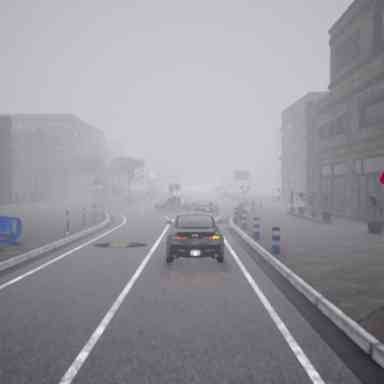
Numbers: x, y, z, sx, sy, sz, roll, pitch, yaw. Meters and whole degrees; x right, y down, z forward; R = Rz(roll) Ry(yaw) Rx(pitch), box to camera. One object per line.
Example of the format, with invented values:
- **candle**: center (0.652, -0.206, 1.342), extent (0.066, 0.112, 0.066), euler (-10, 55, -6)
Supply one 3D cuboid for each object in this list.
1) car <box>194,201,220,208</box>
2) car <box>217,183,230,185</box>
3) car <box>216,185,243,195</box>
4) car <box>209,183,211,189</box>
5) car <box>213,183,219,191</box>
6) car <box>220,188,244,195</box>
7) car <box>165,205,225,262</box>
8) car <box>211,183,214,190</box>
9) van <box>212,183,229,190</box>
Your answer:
- **car**: center (1.176, 1.376, 28.194), extent (1.895, 1.301, 4.718), euler (0, 1, 13)
- **car**: center (8.102, -0.461, 71.495), extent (4.553, 1.767, 2.185), euler (0, 3, -1)
- **car**: center (8.013, -0.081, 65.992), extent (5.366, 1.575, 1.946), euler (0, 3, -1)
- **car**: center (7.914, -1.122, 90.775), extent (5.008, 1.535, 2.097), euler (0, 2, -1)
- **car**: center (8.131, -0.710, 74.242), extent (5.566, 2.045, 2.435), euler (0, 3, -1)
- **car**: center (8.170, -0.169, 68.750), extent (4.674, 1.452, 2.002), euler (0, 3, -1)
- **car**: center (0.098, 1.472, 12.039), extent (1.837, 1.490, 4.892), euler (0, 1, 0)
- **car**: center (7.980, -0.915, 85.268), extent (4.892, 1.521, 2.231), euler (0, 2, -1)
- **van**: center (7.993, -1.442, 93.401), extent (4.442, 1.987, 1.878), euler (0, 2, -1)
